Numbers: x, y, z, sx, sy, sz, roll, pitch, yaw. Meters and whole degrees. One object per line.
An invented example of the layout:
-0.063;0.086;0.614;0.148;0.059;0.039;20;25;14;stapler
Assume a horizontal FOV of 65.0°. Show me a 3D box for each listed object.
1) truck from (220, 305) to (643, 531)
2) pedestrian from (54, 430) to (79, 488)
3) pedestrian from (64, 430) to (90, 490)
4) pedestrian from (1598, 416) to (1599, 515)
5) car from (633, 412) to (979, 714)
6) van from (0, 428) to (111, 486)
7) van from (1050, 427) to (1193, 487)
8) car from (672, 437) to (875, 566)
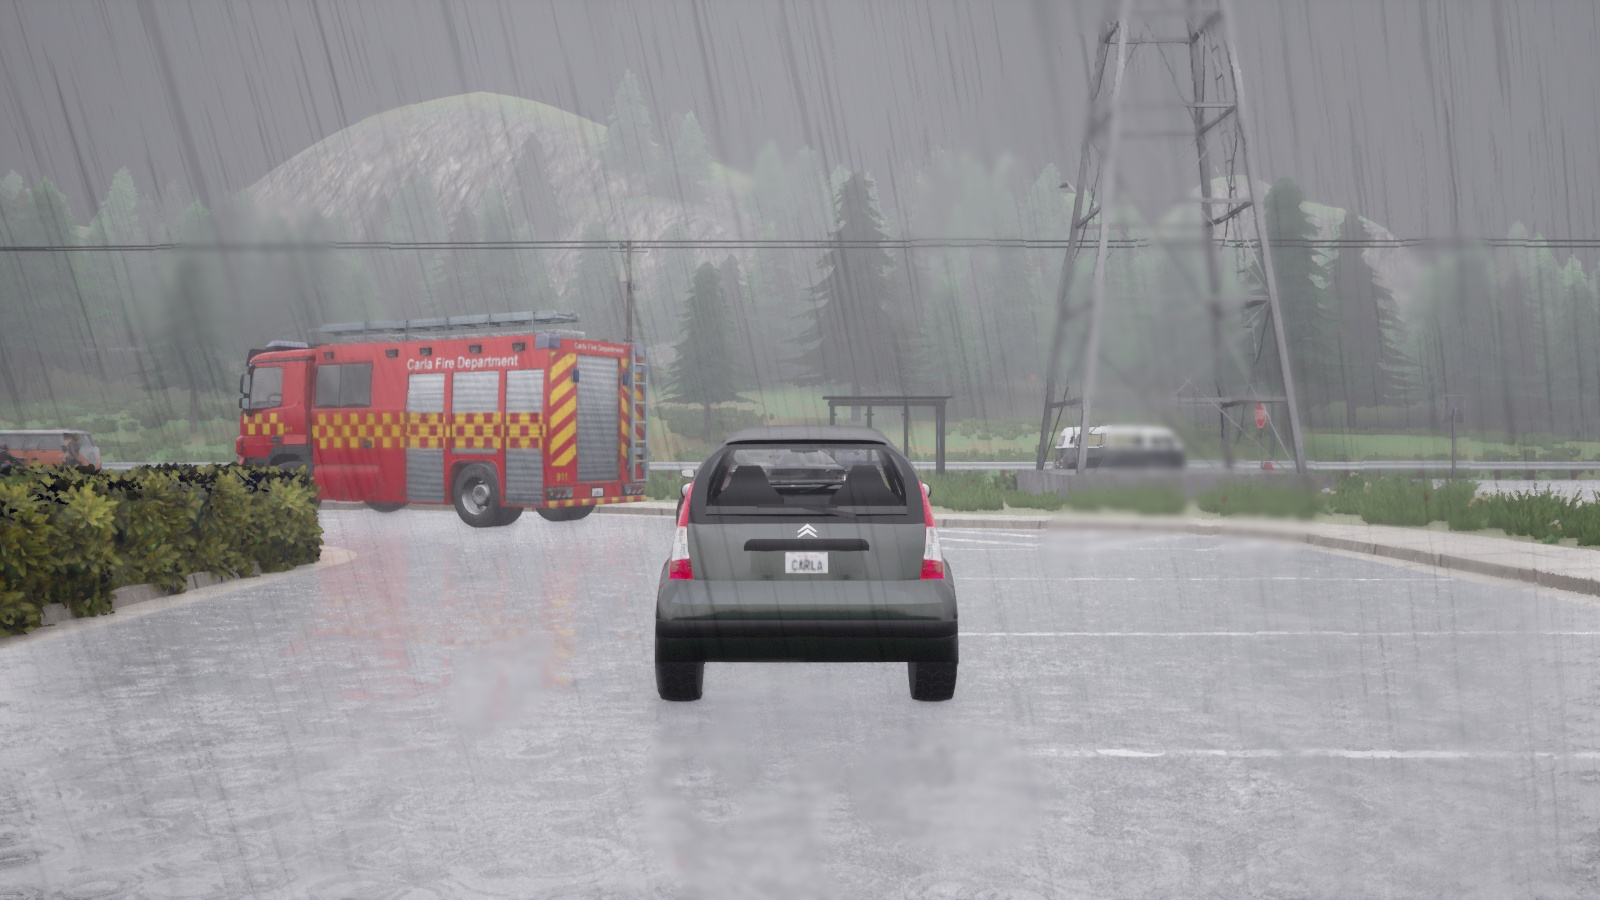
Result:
-7.354;-0.563;24.590;8.468;3.827;2.891;0;0;30;truck
-23.365;0.287;40.013;0.594;1.836;0.345;0;0;7;pedestrian
-22.416;0.298;38.936;0.634;1.846;0.331;0;0;1;pedestrian
14.627;0.286;22.543;0.328;1.805;0.869;0;0;20;pedestrian
0.038;0.595;8.719;1.851;1.617;3.988;0;0;0;car
-26.919;0.228;44.210;4.442;1.987;1.775;0;0;7;van
11.185;0.231;43.976;4.480;2.038;2.069;0;0;1;van
-0.527;0.595;17.247;2.007;1.525;4.514;0;0;-12;car
